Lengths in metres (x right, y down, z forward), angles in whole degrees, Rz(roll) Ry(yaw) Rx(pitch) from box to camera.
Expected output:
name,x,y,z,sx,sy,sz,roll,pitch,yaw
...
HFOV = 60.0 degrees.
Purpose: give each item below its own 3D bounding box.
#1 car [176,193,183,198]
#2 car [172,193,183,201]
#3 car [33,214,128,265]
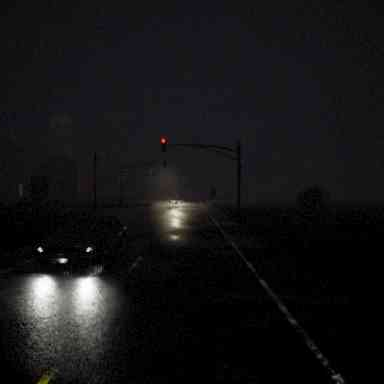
name,x,y,z,sx,sy,sz,roll,pitch,yaw
car,-3.501,0.987,93.238,1.812,1.442,4.674,0,0,0
car,-3.500,1.356,76.804,1.994,1.385,4.181,0,0,0
car,-3.588,1.526,11.908,2.033,1.411,5.357,0,0,0
